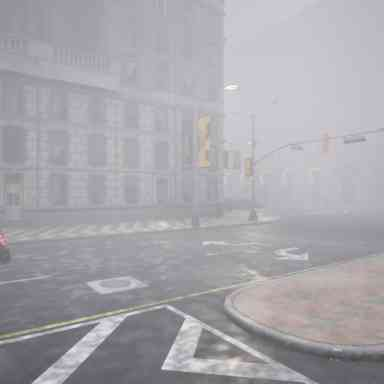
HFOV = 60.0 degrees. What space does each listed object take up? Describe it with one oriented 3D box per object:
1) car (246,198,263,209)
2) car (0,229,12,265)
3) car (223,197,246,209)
[{"bbox_3d":[7.392,1.547,46.352,2.033,1.411,5.357,0,0,-36],"label":"car"},{"bbox_3d":[-7.317,1.352,8.608,4.553,1.767,2.097,0,0,-35],"label":"car"},{"bbox_3d":[4.518,1.505,44.363,1.837,1.490,4.892,0,0,-36],"label":"car"}]
